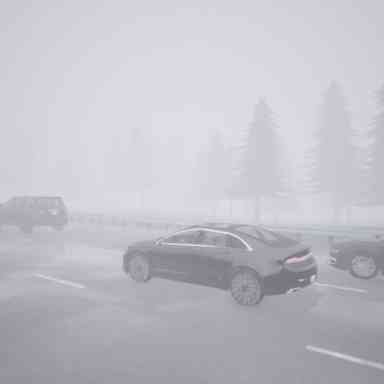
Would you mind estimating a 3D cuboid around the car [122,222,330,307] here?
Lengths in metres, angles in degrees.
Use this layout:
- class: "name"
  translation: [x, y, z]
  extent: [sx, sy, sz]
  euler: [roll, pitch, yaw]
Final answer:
- class: "car"
  translation: [0.421, 1.492, 7.992]
  extent: [4.902, 1.511, 2.128]
  euler: [0, 0, 36]

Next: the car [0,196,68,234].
- class: "car"
  translation: [-9.561, 1.223, 19.410]
  extent: [5.566, 2.045, 2.150]
  euler: [0, 0, 36]

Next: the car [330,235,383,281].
- class: "car"
  translation: [6.043, 1.505, 8.279]
  extent: [4.892, 1.490, 1.837]
  euler: [0, 0, 36]
